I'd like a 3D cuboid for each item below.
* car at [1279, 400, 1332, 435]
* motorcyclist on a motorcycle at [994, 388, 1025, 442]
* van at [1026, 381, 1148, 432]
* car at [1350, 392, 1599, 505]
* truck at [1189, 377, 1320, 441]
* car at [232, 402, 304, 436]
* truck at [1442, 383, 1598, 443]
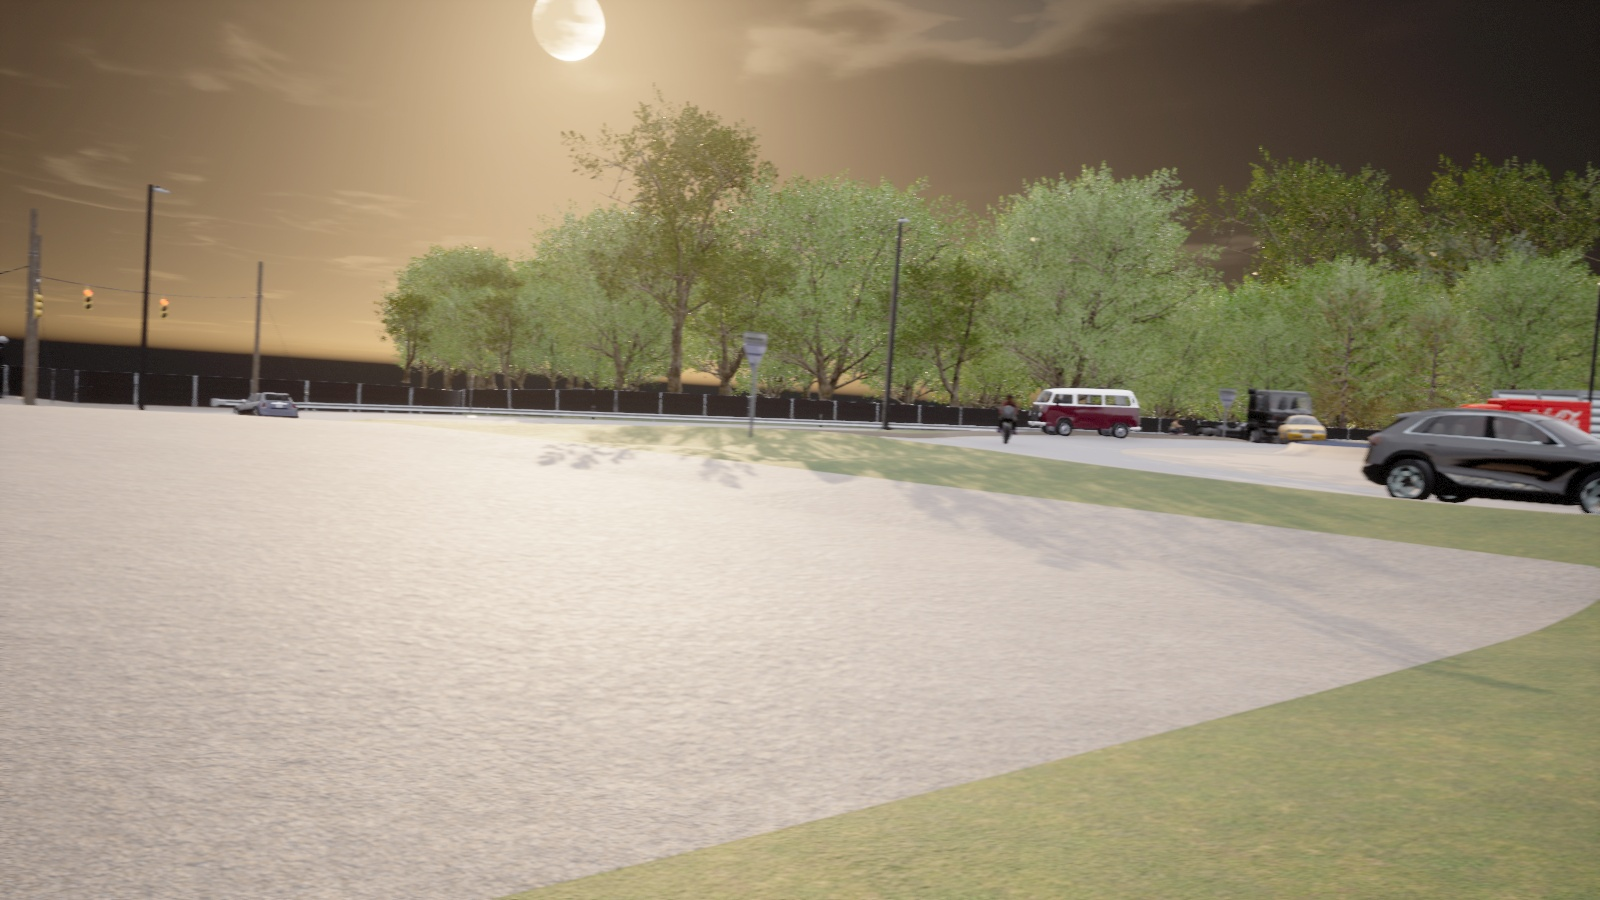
[{"bbox_3d":[23.905,-1.503,59.546,1.801,1.575,5.366,1,1,17],"label":"car"},{"bbox_3d":[6.324,-1.068,37.904,0.797,1.523,2.044,4,3,9],"label":"motorcyclist on a motorcycle"},{"bbox_3d":[11.997,-1.823,52.692,4.480,2.038,2.069,1,3,-9],"label":"van"},{"bbox_3d":[11.775,-0.074,20.280,2.033,1.649,4.856,0,2,-39],"label":"car"},{"bbox_3d":[26.047,-2.328,72.492,2.891,3.462,7.936,0,1,-16],"label":"truck"},{"bbox_3d":[-25.036,-1.423,59.031,1.970,1.475,3.806,0,-1,-42],"label":"car"},{"bbox_3d":[31.034,-1.639,54.305,5.204,2.467,2.627,1,2,8],"label":"truck"}]
